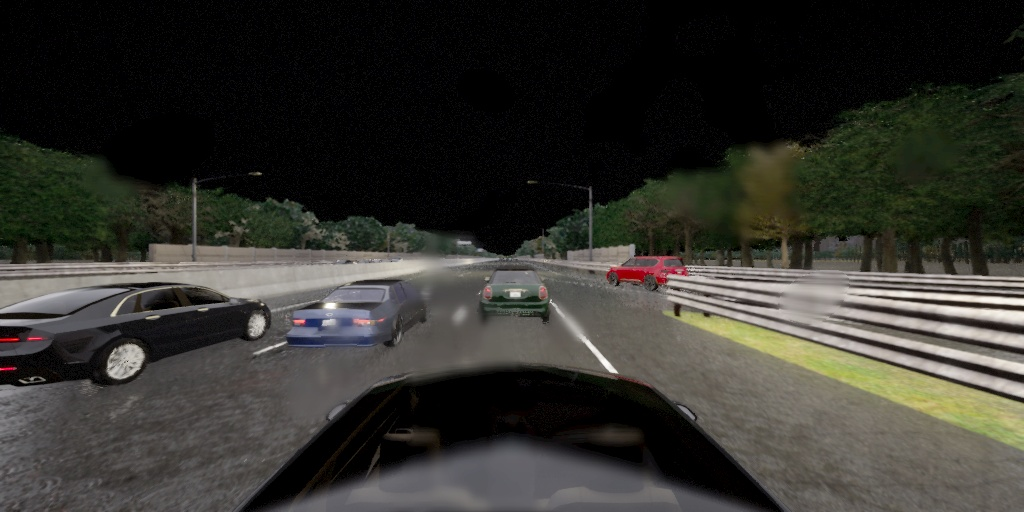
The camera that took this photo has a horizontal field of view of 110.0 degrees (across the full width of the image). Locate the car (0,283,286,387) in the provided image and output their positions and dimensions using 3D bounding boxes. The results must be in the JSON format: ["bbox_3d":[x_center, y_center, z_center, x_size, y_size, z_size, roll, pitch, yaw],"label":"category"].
[{"bbox_3d":[-6.902,1.258,6.957,1.837,1.490,4.892,0,0,0],"label":"car"}]

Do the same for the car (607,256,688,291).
[{"bbox_3d":[8.418,1.046,22.728,2.150,2.045,5.566,0,0,-23],"label":"car"}]

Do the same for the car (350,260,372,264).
[{"bbox_3d":[-24.557,1.364,60.099,2.128,1.511,4.902,0,0,1],"label":"car"}]

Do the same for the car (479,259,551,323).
[{"bbox_3d":[0.095,1.112,12.244,2.097,1.767,4.553,0,0,0],"label":"car"}]

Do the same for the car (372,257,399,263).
[{"bbox_3d":[-21.064,1.347,60.124,1.882,1.535,5.008,0,0,1],"label":"car"}]

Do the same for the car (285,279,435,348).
[{"bbox_3d":[-3.404,1.303,9.218,2.033,1.411,5.357,0,0,0],"label":"car"}]
